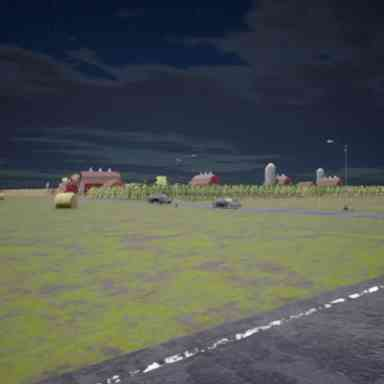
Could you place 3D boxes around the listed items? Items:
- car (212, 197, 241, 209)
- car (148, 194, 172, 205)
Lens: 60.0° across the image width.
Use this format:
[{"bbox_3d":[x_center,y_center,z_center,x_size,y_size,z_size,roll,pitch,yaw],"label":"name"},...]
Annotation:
[{"bbox_3d":[4.603,1.468,44.759,1.812,1.442,4.674,-1,1,-35],"label":"car"},{"bbox_3d":[-5.786,1.301,59.551,2.150,2.045,5.566,-1,0,-35],"label":"car"}]
